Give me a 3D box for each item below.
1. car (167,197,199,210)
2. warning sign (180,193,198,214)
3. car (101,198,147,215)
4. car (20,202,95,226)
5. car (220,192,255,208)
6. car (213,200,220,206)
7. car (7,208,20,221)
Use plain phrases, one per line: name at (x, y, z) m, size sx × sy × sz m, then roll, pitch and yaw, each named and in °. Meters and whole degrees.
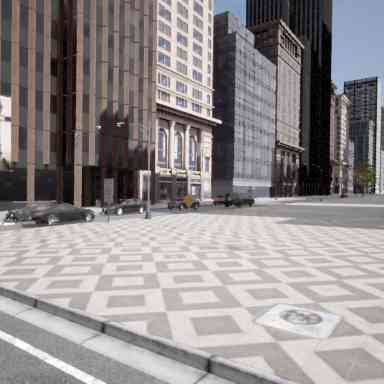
car at (-1.004, 1.340, 39.694) m, size 1.837 × 1.490 × 4.892 m, roll 1°, pitch 1°, yaw 35°
warning sign at (-0.258, 1.076, 30.681) m, size 1.300 × 1.860 × 1.060 m, roll 1°, pitch 1°, yaw 35°
car at (-6.451, 1.377, 32.002) m, size 1.837 × 1.490 × 4.892 m, roll 1°, pitch 1°, yaw 35°
car at (-8.932, 1.486, 23.002) m, size 1.812 × 1.442 × 4.674 m, roll 1°, pitch 1°, yaw 36°
car at (6.415, 1.077, 44.639) m, size 2.150 × 2.045 × 5.566 m, roll 1°, pitch 1°, yaw 35°
car at (4.954, 1.394, 48.049) m, size 1.895 × 1.301 × 4.718 m, roll 1°, pitch 1°, yaw 36°
car at (-11.463, 1.470, 24.925) m, size 1.994 × 1.385 × 4.181 m, roll 1°, pitch 1°, yaw 35°
